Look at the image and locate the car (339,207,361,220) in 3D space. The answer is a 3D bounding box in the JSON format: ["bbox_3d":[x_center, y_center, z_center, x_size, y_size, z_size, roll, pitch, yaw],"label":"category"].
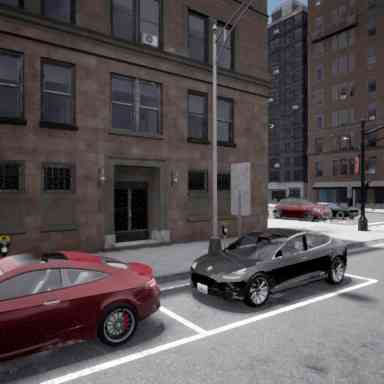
[{"bbox_3d":[11.593,1.580,28.192,1.895,1.301,4.718,0,0,-36],"label":"car"}]

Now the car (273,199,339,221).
[{"bbox_3d":[8.775,1.341,26.541,2.097,1.767,4.553,0,0,-36],"label":"car"}]

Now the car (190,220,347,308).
[{"bbox_3d":[1.981,1.566,7.947,4.313,1.339,1.947,0,0,-35],"label":"car"}]

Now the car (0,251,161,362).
[{"bbox_3d":[-2.457,1.582,4.782,4.206,1.307,1.802,0,0,-35],"label":"car"}]
